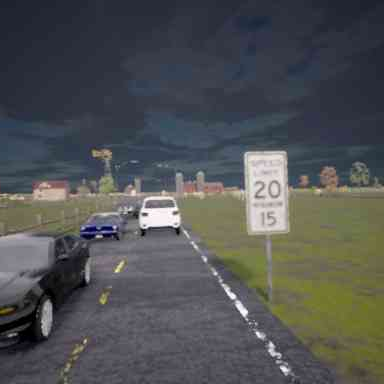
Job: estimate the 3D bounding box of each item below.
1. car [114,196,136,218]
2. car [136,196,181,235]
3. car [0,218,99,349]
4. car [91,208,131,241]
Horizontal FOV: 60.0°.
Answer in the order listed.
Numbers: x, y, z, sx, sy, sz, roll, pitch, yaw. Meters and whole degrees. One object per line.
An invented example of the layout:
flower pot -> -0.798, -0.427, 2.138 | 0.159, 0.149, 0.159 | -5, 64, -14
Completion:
car -> -6.017, 1.430, 31.406 | 2.150, 2.045, 5.566 | -2, 0, -6
car -> -1.906, 1.292, 19.657 | 2.150, 2.045, 5.566 | -2, 0, -6
car -> -3.377, 1.596, 6.750 | 1.882, 1.535, 5.008 | -2, 0, -6
car -> -4.537, 1.760, 17.581 | 1.895, 1.301, 4.718 | -2, 0, -6
